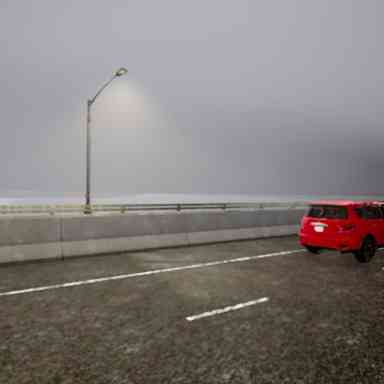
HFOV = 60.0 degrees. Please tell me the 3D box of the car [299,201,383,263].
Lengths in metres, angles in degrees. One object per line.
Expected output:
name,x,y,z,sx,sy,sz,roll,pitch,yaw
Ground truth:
car,6.479,1.357,12.745,5.566,2.045,2.150,0,0,-35
